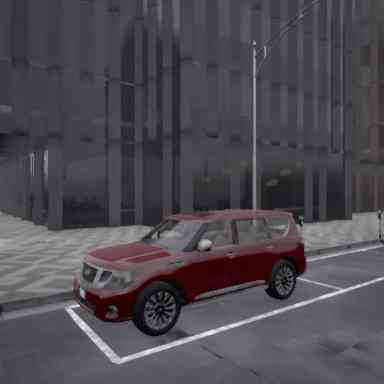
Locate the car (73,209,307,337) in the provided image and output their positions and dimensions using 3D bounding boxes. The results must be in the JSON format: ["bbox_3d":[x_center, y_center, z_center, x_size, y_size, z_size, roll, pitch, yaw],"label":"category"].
[{"bbox_3d":[0.269,1.315,6.842,5.009,1.841,2.192,0,0,-36],"label":"car"}]

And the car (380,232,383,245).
[{"bbox_3d":[9.308,1.525,13.289,4.829,1.417,1.752,0,0,-35],"label":"car"}]
